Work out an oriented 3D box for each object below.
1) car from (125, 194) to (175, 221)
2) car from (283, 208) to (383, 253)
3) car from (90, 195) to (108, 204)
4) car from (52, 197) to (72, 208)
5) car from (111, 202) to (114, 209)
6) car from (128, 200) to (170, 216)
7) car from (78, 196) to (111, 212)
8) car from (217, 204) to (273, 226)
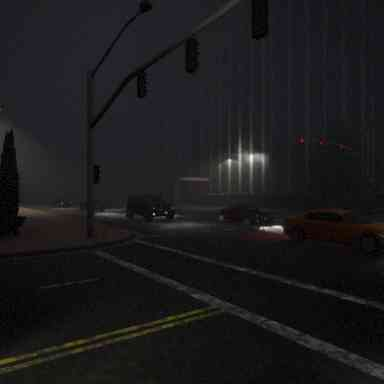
[{"bbox_3d":[-3.576,1.227,27.353,2.150,2.045,5.566,0,0,-36],"label":"car"},{"bbox_3d":[6.229,1.482,14.022,1.882,1.535,5.008,0,0,-36],"label":"car"},{"bbox_3d":[-18.609,1.485,66.271,1.882,1.535,5.008,0,0,-36],"label":"car"},{"bbox_3d":[-19.057,1.510,48.739,1.837,1.490,4.892,0,0,-36],"label":"car"},{"bbox_3d":[-12.214,1.531,45.225,1.812,1.442,4.674,0,0,-36],"label":"car"},{"bbox_3d":[-4.552,1.553,34.655,2.033,1.411,5.357,0,0,-36],"label":"car"},{"bbox_3d":[-11.626,1.496,38.446,2.128,1.511,4.902,0,0,-36],"label":"car"},{"bbox_3d":[3.653,1.569,23.398,1.994,1.385,4.181,0,0,-36],"label":"car"}]
